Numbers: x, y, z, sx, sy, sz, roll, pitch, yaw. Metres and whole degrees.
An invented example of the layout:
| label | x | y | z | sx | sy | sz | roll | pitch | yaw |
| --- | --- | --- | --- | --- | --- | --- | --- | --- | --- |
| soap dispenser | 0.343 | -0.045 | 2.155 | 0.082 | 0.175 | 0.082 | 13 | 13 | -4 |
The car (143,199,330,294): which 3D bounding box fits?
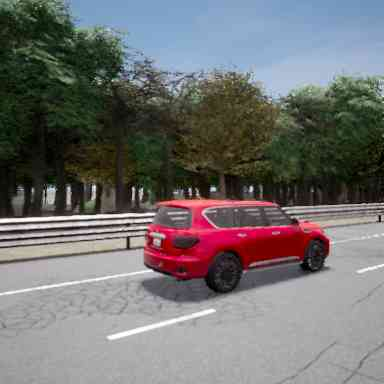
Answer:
| label | x | y | z | sx | sy | sz | roll | pitch | yaw |
| --- | --- | --- | --- | --- | --- | --- | --- | --- | --- |
| car | 1.393 | 1.221 | 9.039 | 5.566 | 2.045 | 2.150 | 0 | 0 | -36 |
